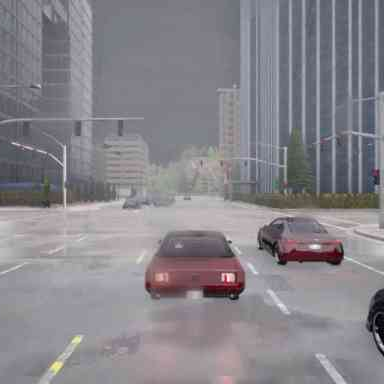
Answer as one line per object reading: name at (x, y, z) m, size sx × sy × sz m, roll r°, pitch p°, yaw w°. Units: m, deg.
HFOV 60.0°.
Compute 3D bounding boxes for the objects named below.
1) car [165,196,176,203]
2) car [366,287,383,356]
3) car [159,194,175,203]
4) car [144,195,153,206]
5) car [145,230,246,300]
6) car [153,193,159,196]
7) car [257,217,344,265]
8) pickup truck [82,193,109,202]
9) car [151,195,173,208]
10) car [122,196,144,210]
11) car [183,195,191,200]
car at (-4.502, 1.525, 70.410) m, size 2.128 × 1.511 × 4.902 m, roll 0°, pitch 0°, yaw -1°
car at (3.609, 1.564, 3.275) m, size 1.994 × 1.385 × 4.181 m, roll 0°, pitch 0°, yaw -1°
car at (-4.421, 1.507, 59.970) m, size 1.837 × 1.490 × 4.892 m, roll 0°, pitch -1°, yaw -1°
car at (-7.853, 1.506, 53.861) m, size 1.837 × 1.490 × 4.892 m, roll 0°, pitch 0°, yaw -1°
car at (0.074, 1.601, 8.329) m, size 1.895 × 1.301 × 4.718 m, roll 0°, pitch 0°, yaw 0°
car at (-7.969, 1.492, 65.895) m, size 2.128 × 1.511 × 4.902 m, roll 0°, pitch 0°, yaw 0°
car at (3.581, 1.564, 11.686) m, size 1.994 × 1.385 × 4.181 m, roll 0°, pitch 0°, yaw 0°
pickup truck at (-21.167, 1.058, 73.386) m, size 2.390 × 2.098 × 6.274 m, roll 0°, pitch 0°, yaw 30°
car at (-4.266, 1.564, 47.756) m, size 1.994 × 1.385 × 4.181 m, roll 0°, pitch 0°, yaw -1°
car at (-7.677, 1.505, 42.746) m, size 1.837 × 1.490 × 4.892 m, roll 0°, pitch 0°, yaw -1°
car at (-1.259, 1.552, 88.602) m, size 1.994 × 1.385 × 4.181 m, roll 0°, pitch 0°, yaw -1°
